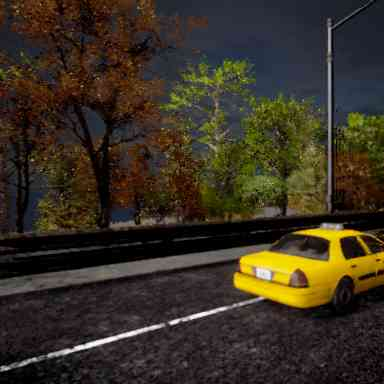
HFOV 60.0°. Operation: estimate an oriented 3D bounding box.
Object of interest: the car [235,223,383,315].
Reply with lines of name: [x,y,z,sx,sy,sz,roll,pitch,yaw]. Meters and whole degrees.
car: [3.387,1.484,7.630,5.366,1.575,1.801,0,0,-36]
